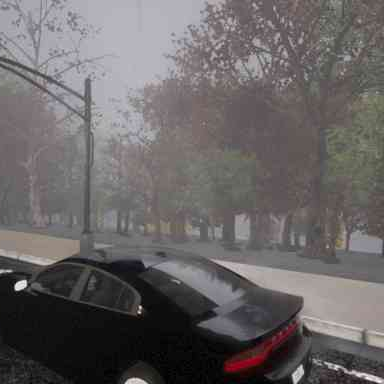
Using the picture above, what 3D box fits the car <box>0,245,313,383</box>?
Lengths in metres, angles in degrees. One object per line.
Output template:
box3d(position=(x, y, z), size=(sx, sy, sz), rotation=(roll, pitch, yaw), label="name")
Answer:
box3d(position=(-1.033, 1.476, 4.477), size=(5.008, 1.535, 1.882), rotation=(0, 0, 36), label="car")
